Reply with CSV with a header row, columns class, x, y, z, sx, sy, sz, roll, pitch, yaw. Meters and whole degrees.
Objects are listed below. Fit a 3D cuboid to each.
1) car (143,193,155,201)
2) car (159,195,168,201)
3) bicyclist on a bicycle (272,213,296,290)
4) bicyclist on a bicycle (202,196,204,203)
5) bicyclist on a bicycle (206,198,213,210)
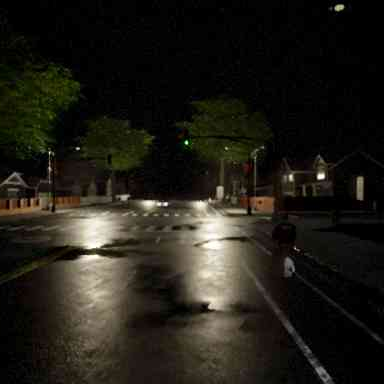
class,x,y,z,sx,sy,sz,roll,pitch,yaw
car,-9.759,1.099,75.766,2.097,1.767,4.553,0,0,0
car,-6.509,1.340,75.706,1.895,1.301,4.718,0,0,0
bicyclist on a bicycle,2.249,1.389,8.281,0.659,1.776,1.843,0,0,0
bicyclist on a bicycle,2.241,1.575,69.151,0.582,1.620,1.656,0,0,0
bicyclist on a bicycle,2.263,1.521,42.074,0.866,1.612,1.509,0,0,0
